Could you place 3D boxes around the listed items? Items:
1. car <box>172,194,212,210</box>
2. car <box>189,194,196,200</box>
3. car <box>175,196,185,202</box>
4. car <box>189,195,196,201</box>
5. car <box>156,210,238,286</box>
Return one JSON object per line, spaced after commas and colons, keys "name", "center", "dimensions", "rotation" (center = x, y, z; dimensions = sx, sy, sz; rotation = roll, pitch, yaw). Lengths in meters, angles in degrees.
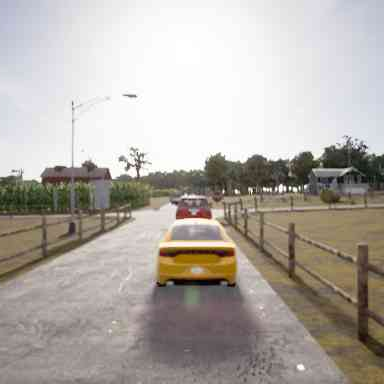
{"name": "car", "center": [0.097, 1.254, 21.001], "dimensions": [2.150, 2.045, 5.566], "rotation": [0, 0, 0]}
{"name": "car", "center": [0.098, 1.321, 93.716], "dimensions": [1.882, 1.535, 5.008], "rotation": [0, 0, 0]}
{"name": "car", "center": [-2.676, 1.611, 75.392], "dimensions": [1.895, 1.301, 4.718], "rotation": [0, 0, 0]}
{"name": "car", "center": [0.084, 1.505, 83.286], "dimensions": [1.837, 1.490, 4.892], "rotation": [0, 0, 0]}
{"name": "car", "center": [0.107, 1.495, 9.459], "dimensions": [1.882, 1.535, 5.008], "rotation": [0, 0, 0]}
